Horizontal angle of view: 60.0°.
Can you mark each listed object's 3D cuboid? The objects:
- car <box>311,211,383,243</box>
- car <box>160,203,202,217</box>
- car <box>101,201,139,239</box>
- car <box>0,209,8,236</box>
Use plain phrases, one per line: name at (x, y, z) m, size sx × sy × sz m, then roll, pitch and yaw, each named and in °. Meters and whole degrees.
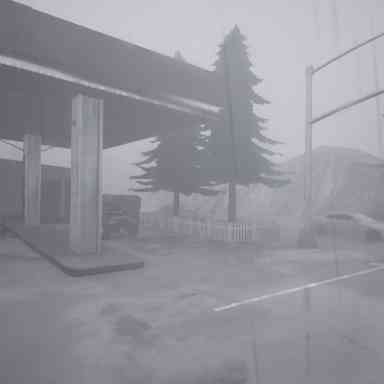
car at (8.840, 1.835, 18.390) m, size 1.812 × 1.442 × 4.674 m, roll 1°, pitch 0°, yaw -36°
car at (-1.155, 1.740, 32.422) m, size 2.033 × 1.411 × 5.357 m, roll 1°, pitch 0°, yaw -35°
car at (-4.534, 1.446, 18.268) m, size 1.905 × 1.878 × 3.866 m, roll 1°, pitch 0°, yaw -36°
car at (-11.665, 1.520, 18.470) m, size 2.242 × 1.667 × 4.611 m, roll 1°, pitch 0°, yaw -36°
